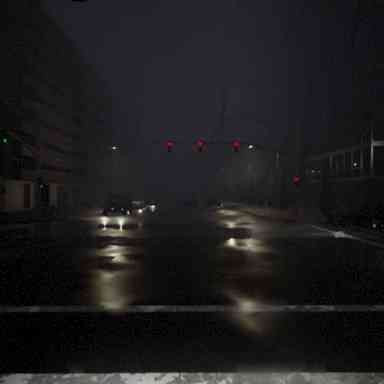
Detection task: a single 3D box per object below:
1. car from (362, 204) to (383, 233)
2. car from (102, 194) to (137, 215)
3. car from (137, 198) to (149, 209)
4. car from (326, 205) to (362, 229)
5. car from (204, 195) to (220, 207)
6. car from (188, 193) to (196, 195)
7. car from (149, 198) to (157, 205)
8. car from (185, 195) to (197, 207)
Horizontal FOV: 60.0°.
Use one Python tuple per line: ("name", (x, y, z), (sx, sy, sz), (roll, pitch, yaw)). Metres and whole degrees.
("car", (12.268, 1.551, 17.881), (4.902, 1.511, 2.128), (0, 0, 0))
("car", (-7.453, 1.229, 33.904), (2.150, 2.045, 5.566), (0, 0, 0))
("car", (-7.423, 1.535, 44.800), (1.812, 1.442, 4.674), (0, 0, 1))
("car", (11.274, 1.538, 21.383), (5.008, 1.535, 1.882), (0, 0, 0))
("car", (3.344, 1.502, 51.975), (2.128, 1.511, 4.902), (0, 0, 1))
("car", (-0.013, 1.241, 74.485), (2.150, 2.045, 5.566), (0, 0, 1))
("car", (-7.278, 1.613, 57.311), (1.895, 1.301, 4.718), (0, 0, 1))
("car", (-0.148, 1.575, 52.652), (1.994, 1.385, 4.181), (0, 0, 1))
